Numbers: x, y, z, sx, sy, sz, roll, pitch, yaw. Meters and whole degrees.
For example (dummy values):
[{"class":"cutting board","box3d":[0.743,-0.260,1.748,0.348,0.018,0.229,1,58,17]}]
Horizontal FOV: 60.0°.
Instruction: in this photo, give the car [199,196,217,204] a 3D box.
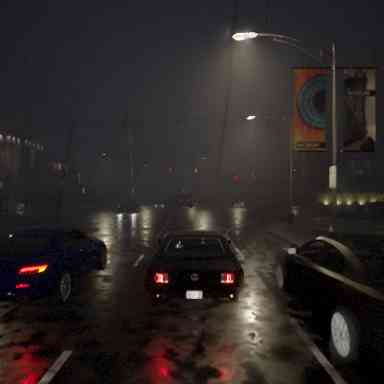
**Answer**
[{"class":"car","box3d":[2.805,1.562,63.777,1.812,1.442,4.674,0,0,21]}]

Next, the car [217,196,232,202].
[{"class":"car","box3d":[7.278,1.569,77.745,1.812,1.442,4.674,0,0,43]}]

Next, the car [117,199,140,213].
[{"class":"car","box3d":[-7.055,1.547,37.516,1.812,1.442,4.674,0,0,0]}]

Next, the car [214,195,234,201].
[{"class":"car","box3d":[8.049,1.588,83.338,5.357,1.411,2.033,0,0,-43]}]

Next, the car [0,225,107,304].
[{"class":"car","box3d":[-3.434,1.530,8.012,1.812,1.442,4.674,0,0,0]}]

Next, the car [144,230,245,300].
[{"class":"car","box3d":[0.068,1.606,8.335,1.895,1.301,4.718,0,0,1]}]

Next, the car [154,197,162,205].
[{"class":"car","box3d":[-5.315,1.583,61.772,2.033,1.411,5.357,0,0,16]}]

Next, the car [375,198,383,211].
[{"class":"car","box3d":[23.385,1.526,36.595,4.892,1.490,1.837,0,0,0]}]

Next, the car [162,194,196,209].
[{"class":"car","box3d":[-1.776,1.248,45.984,2.150,2.045,5.566,-1,0,-27]}]

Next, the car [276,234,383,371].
[{"class":"car","box3d":[2.903,1.483,5.871,2.097,1.535,5.008,0,0,0]}]

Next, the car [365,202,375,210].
[{"class":"car","box3d":[23.494,1.515,40.096,4.902,1.511,2.128,0,0,0]}]

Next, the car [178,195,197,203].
[{"class":"car","box3d":[-0.953,1.520,72.492,1.882,1.535,5.008,0,0,30]}]
